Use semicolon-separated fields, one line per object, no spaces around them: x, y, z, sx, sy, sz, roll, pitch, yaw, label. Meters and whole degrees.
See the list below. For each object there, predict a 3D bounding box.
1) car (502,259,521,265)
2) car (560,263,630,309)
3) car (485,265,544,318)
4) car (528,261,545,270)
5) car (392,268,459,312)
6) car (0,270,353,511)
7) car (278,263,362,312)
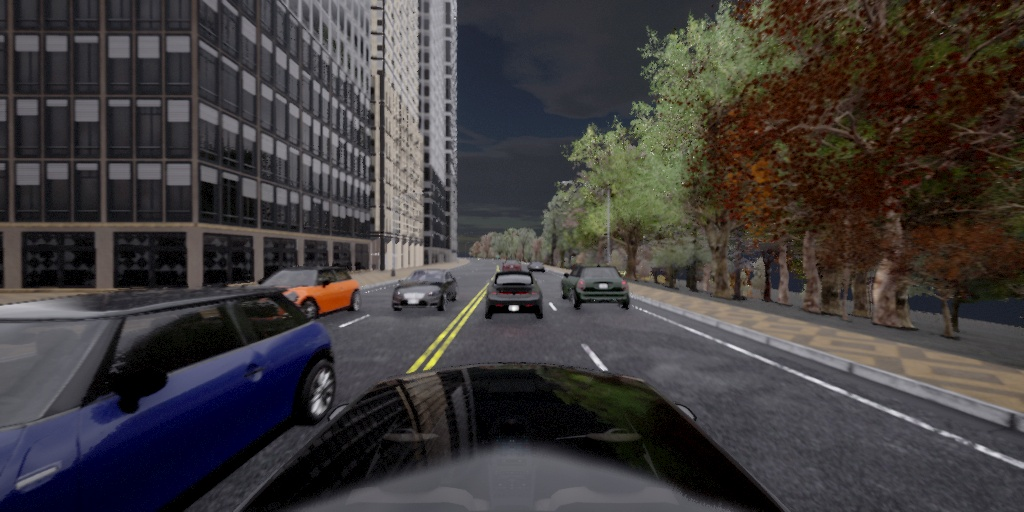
-0.062;1.152;40.366;2.097;1.767;4.553;0;0;-1;car
3.333;1.123;15.185;2.097;1.767;4.553;0;0;0;car
0.074;1.275;13.014;1.837;1.490;4.892;0;0;0;car
3.067;1.371;46.480;1.994;1.385;4.181;0;0;-1;car
-3.315;1.262;14.462;2.128;1.511;4.902;0;0;0;car
-3.307;1.104;2.693;2.097;1.767;4.553;0;0;0;car
-6.577;1.121;11.253;2.097;1.767;4.553;0;0;0;car
